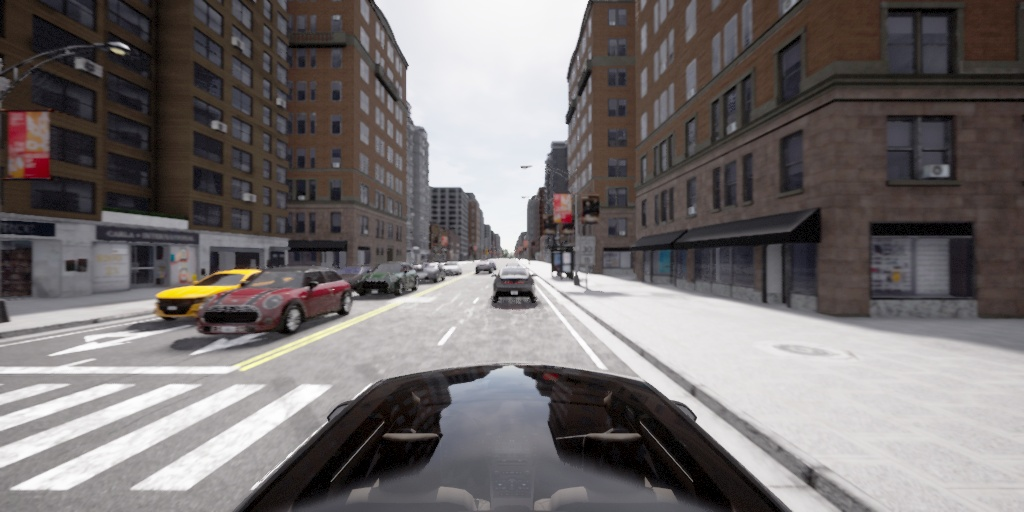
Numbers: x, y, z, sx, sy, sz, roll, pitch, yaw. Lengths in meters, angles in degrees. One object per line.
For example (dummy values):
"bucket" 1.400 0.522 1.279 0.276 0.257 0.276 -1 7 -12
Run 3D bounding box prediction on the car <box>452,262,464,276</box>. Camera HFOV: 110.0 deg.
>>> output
"car" -6.514 1.339 38.912 1.812 1.442 4.674 0 0 0

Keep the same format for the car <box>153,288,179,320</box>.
"car" -9.849 1.245 12.891 1.882 1.535 5.008 0 0 0

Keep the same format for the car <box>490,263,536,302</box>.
"car" 0.095 1.280 17.265 1.837 1.490 4.892 0 0 0

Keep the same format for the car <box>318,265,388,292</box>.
"car" -9.822 1.331 22.695 2.033 1.411 5.357 0 0 0

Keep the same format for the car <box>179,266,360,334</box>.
"car" -6.599 1.116 10.583 2.097 1.767 4.553 0 0 0

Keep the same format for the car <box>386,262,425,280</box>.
"car" -9.762 1.350 33.366 2.033 1.411 5.357 0 0 0

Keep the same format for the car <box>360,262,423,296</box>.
"car" -6.587 1.131 19.456 2.097 1.767 4.553 0 0 0

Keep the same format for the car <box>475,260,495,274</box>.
"car" -3.264 1.312 42.326 2.128 1.511 4.902 0 0 0

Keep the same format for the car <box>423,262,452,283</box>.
"car" -6.530 1.286 28.715 2.128 1.511 4.902 0 0 1
